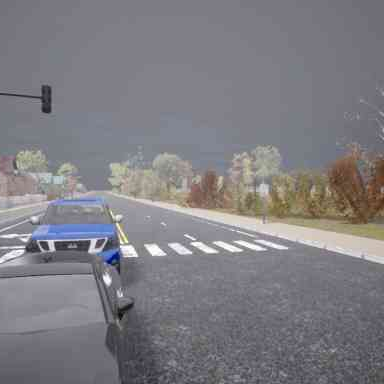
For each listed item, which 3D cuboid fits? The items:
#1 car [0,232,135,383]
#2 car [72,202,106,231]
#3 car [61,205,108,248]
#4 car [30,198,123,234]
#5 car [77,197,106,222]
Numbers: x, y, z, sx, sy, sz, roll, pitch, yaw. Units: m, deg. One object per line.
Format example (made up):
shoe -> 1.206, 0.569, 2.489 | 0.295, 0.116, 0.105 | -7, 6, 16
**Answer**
car -> -1.700, 1.524, 3.868 | 1.812, 1.442, 4.674 | 0, 0, -13
car -> -6.636, 1.468, 21.755 | 1.882, 1.535, 5.008 | 0, 0, -16
car -> -5.045, 1.498, 16.016 | 1.837, 1.490, 4.892 | 0, 0, -15
car -> -3.364, 1.218, 9.951 | 2.150, 2.045, 5.566 | 0, 0, -15
car -> -8.219, 1.337, 27.482 | 2.097, 1.767, 4.553 | 0, 0, -16
